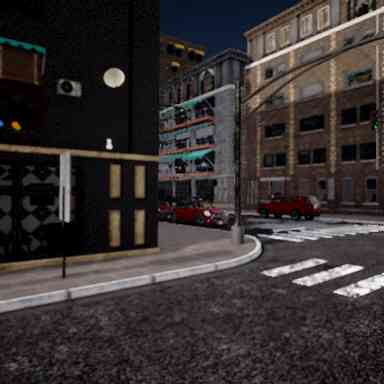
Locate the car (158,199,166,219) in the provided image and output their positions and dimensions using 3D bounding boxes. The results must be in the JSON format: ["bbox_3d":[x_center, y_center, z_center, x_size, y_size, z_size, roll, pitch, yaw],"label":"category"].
[{"bbox_3d":[-2.732,1.239,25.005,1.967,1.590,4.097,0,0,-35],"label":"car"}]

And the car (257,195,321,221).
[{"bbox_3d":[7.312,1.155,25.339,2.192,1.841,5.009,0,0,-35],"label":"car"}]

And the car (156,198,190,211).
[{"bbox_3d":[-2.327,1.440,38.900,1.947,1.339,4.313,0,0,-35],"label":"car"}]

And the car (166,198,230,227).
[{"bbox_3d":[0.479,1.228,20.486,1.967,1.590,4.097,0,0,-35],"label":"car"}]

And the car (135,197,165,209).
[{"bbox_3d":[-5.540,1.431,43.421,1.887,1.381,4.507,0,0,-35],"label":"car"}]

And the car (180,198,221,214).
[{"bbox_3d":[0.787,1.388,34.519,1.752,1.417,4.829,0,0,-35],"label":"car"}]

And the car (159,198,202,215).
[{"bbox_3d":[-1.263,1.366,32.763,1.837,1.490,4.892,0,0,-35],"label":"car"}]
